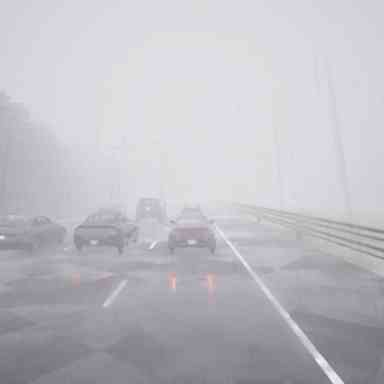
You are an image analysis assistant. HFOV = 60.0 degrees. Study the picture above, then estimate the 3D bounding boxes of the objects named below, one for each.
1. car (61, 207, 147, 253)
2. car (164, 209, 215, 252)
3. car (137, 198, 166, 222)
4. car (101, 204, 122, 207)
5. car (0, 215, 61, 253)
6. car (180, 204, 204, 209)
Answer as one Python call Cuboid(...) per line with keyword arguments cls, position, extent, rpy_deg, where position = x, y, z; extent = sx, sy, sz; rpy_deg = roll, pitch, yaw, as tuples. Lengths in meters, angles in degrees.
Cuboid(cls="car", position=(-3.489, 1.617, 14.292), extent=(2.128, 1.511, 4.902), rpy_deg=(1, -1, 0))
Cuboid(cls="car", position=(0.004, 1.663, 14.387), extent=(1.812, 1.442, 4.674), rpy_deg=(0, 0, 0))
Cuboid(cls="car", position=(-3.503, 1.499, 29.017), extent=(2.150, 2.045, 5.566), rpy_deg=(0, 0, 0))
Cuboid(cls="car", position=(-7.000, 1.793, 29.283), extent=(1.837, 1.490, 4.892), rpy_deg=(0, 0, 0))
Cuboid(cls="car", position=(-6.990, 1.681, 14.277), extent=(1.994, 1.385, 4.181), rpy_deg=(1, -1, 0))
Cuboid(cls="car", position=(0.000, 1.777, 29.295), extent=(2.128, 1.511, 4.902), rpy_deg=(0, 0, 0))
